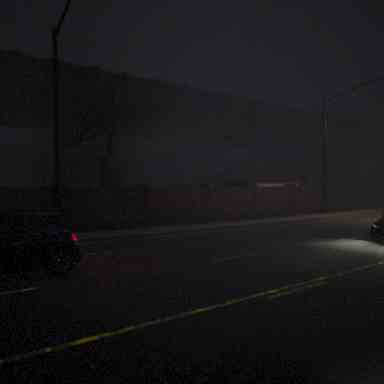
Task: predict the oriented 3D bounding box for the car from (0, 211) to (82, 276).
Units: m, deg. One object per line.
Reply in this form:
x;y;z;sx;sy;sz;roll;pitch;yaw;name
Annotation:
-5.389;1.352;8.744;4.553;1.767;2.097;0;0;-35;car

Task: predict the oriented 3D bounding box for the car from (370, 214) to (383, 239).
10.225;1.448;15.575;4.674;1.442;1.812;-1;0;-35;car
